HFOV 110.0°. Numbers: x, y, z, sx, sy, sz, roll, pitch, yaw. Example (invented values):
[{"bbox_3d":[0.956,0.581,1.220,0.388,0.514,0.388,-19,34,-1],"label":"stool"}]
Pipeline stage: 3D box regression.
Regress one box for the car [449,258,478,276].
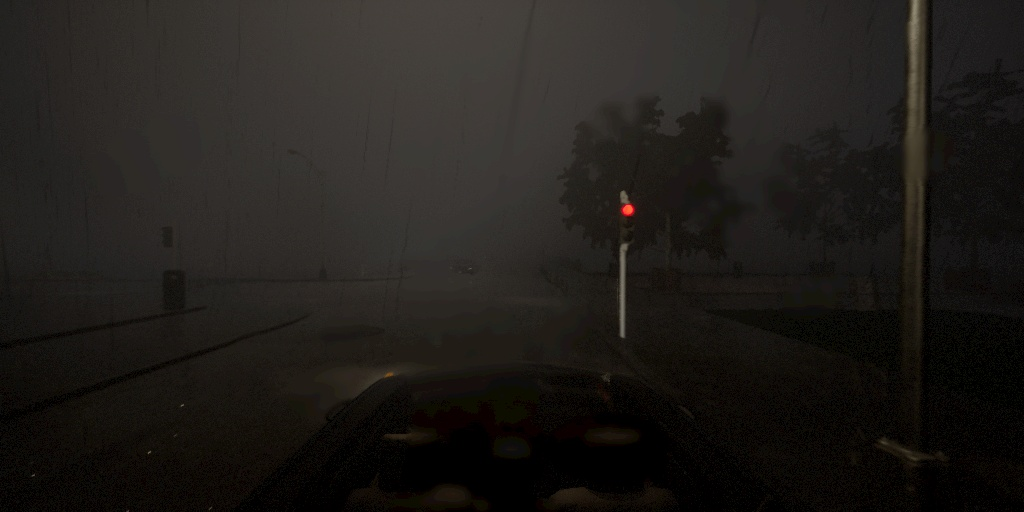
[{"bbox_3d":[-3.979,0.902,30.357,1.812,1.442,4.674,0,2,0],"label":"car"}]
